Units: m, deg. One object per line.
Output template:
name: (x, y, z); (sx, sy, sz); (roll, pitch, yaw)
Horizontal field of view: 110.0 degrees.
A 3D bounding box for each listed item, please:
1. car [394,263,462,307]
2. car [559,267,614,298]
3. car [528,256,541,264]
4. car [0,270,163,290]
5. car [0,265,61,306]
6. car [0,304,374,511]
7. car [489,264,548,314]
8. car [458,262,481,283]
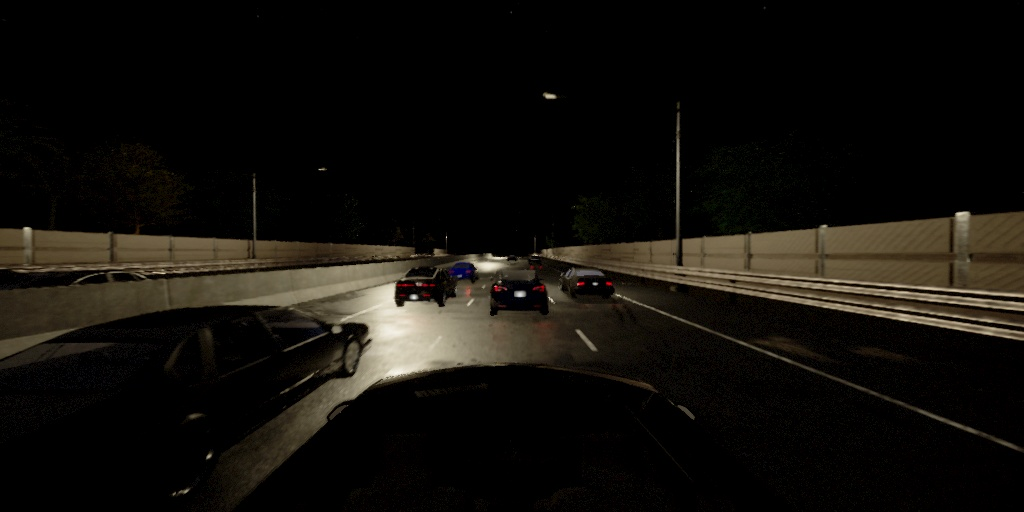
car: (-3.500, 1.217, 15.246); (1.837, 1.490, 4.892); (0, 0, 0)
car: (3.600, 1.248, 18.011); (2.033, 1.411, 5.357); (0, 0, 0)
car: (3.599, 0.689, 57.668); (2.128, 1.511, 4.902); (0, 1, 0)
car: (-14.098, 1.233, 11.720); (1.837, 1.490, 4.892); (0, 0, 0)
car: (-21.096, 1.198, 13.517); (1.882, 1.535, 5.008); (0, 0, 0)
car: (-3.500, 1.294, 4.242); (2.033, 1.411, 5.357); (0, 0, 0)
car: (0.199, 1.225, 13.593); (2.163, 1.488, 4.792); (0, 0, -1)
car: (-3.500, 1.161, 26.251); (1.812, 1.442, 4.674); (0, 1, 0)
